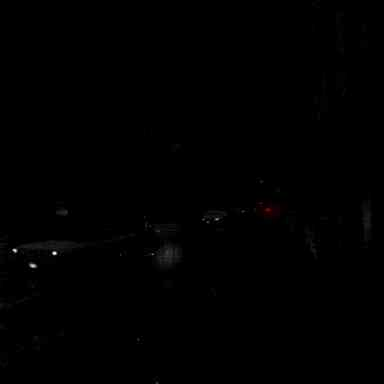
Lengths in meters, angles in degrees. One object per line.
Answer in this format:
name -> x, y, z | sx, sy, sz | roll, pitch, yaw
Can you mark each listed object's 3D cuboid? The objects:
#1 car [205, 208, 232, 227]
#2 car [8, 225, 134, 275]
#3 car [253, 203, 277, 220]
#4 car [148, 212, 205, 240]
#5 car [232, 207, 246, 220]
car -> 2.061, 2.312, 30.069 | 1.812, 1.442, 4.674 | 0, -2, 18
car -> -3.949, 1.887, 11.747 | 1.895, 1.301, 4.718 | 0, -2, 18
car -> 8.977, 2.334, 41.740 | 2.150, 2.045, 5.566 | 0, -2, 18
car -> -1.041, 2.020, 20.629 | 2.128, 1.511, 4.902 | 0, -2, 18
car -> 5.245, 2.578, 39.691 | 1.812, 1.442, 4.674 | 0, -2, 19
